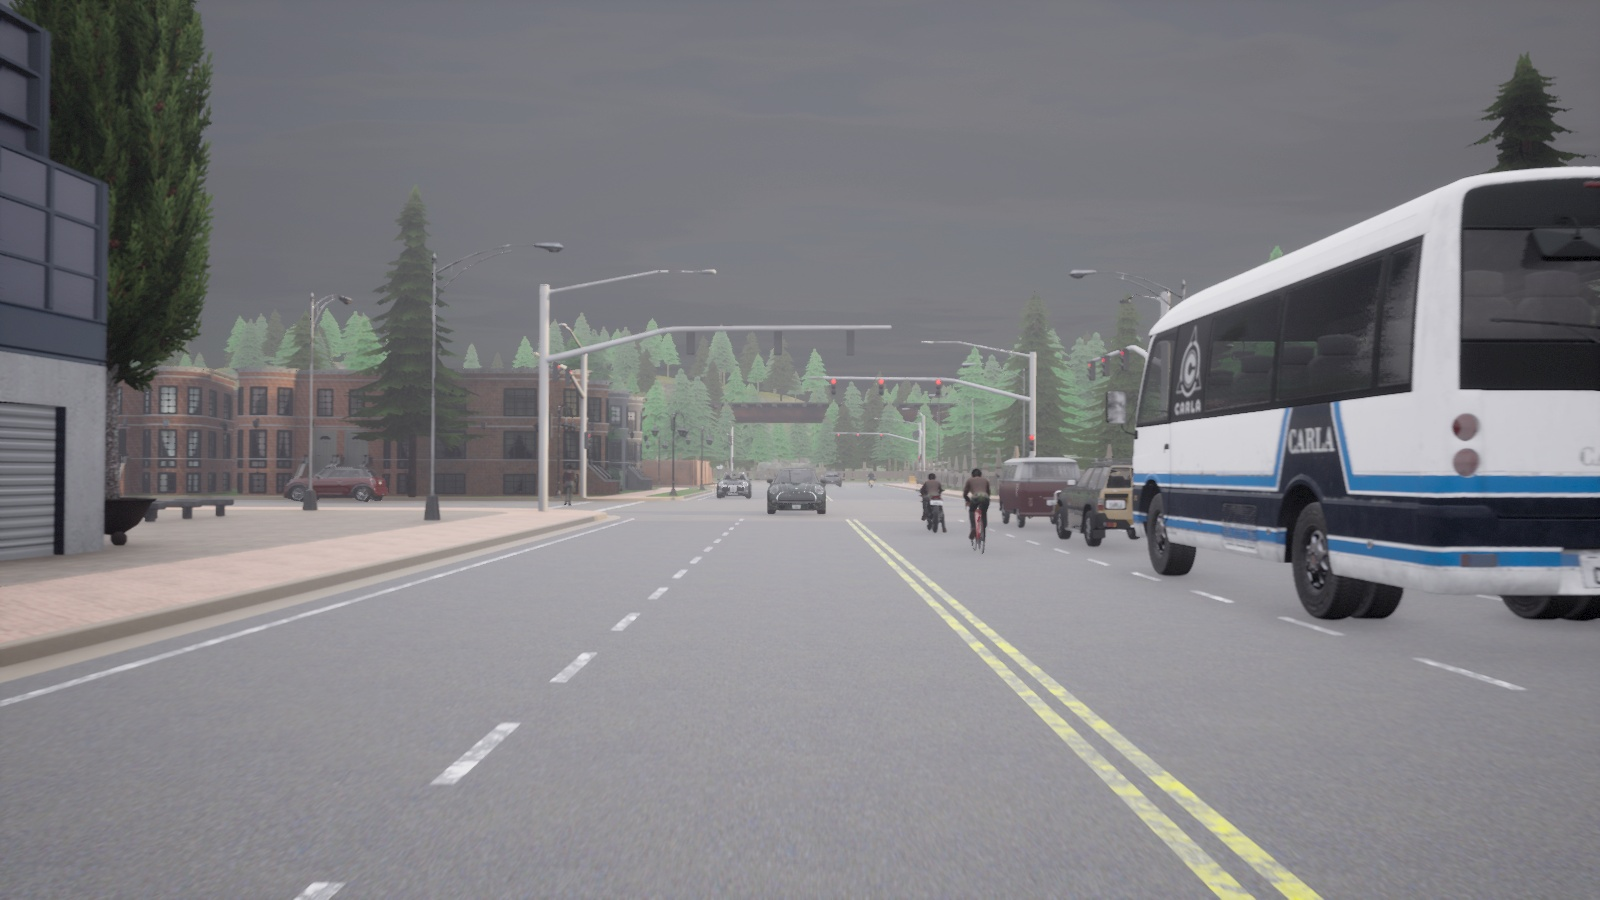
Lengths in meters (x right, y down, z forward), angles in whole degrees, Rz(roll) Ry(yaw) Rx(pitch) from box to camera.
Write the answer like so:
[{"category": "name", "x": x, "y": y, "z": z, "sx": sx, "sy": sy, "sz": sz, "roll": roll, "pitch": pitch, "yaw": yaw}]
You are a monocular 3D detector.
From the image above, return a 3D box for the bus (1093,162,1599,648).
[{"category": "bus", "x": 6.955, "y": -0.320, "z": 16.135, "sx": 3.944, "sy": 4.253, "sz": 10.273, "roll": 0, "pitch": -1, "yaw": 0}]

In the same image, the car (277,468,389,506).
[{"category": "car", "x": -22.209, "y": 1.764, "z": 59.876, "sx": 4.553, "sy": 1.767, "sz": 2.097, "roll": 0, "pitch": -1, "yaw": -1}]

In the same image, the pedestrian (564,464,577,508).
[{"category": "pedestrian", "x": -9.936, "y": 1.554, "z": 54.343, "sx": 0.402, "sy": 1.930, "sz": 0.666, "roll": 0, "pitch": -1, "yaw": 2}]

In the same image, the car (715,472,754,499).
[{"category": "car", "x": -3.673, "y": 1.983, "z": 70.957, "sx": 1.970, "sy": 1.475, "sz": 3.806, "roll": 0, "pitch": -1, "yaw": 0}]

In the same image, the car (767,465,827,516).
[{"category": "car", "x": -0.113, "y": 1.446, "z": 46.128, "sx": 2.097, "sy": 1.767, "sz": 4.553, "roll": 0, "pitch": -1, "yaw": 0}]

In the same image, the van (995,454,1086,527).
[{"category": "van", "x": 6.910, "y": 1.151, "z": 36.521, "sx": 1.775, "sy": 1.987, "sz": 4.442, "roll": 0, "pitch": -1, "yaw": 0}]

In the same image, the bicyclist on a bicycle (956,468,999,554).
[{"category": "bicyclist on a bicycle", "x": 3.440, "y": 1.162, "z": 24.389, "sx": 0.582, "sy": 1.620, "sz": 1.656, "roll": 0, "pitch": -1, "yaw": 0}]

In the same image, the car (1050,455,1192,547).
[{"category": "car", "x": 6.932, "y": 1.066, "z": 27.628, "sx": 1.932, "sy": 1.855, "sz": 4.605, "roll": 0, "pitch": -1, "yaw": 0}]

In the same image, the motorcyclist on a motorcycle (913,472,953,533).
[{"category": "motorcyclist on a motorcycle", "x": 3.421, "y": 1.327, "z": 32.508, "sx": 0.797, "sy": 1.523, "sz": 2.044, "roll": 0, "pitch": -1, "yaw": 0}]
